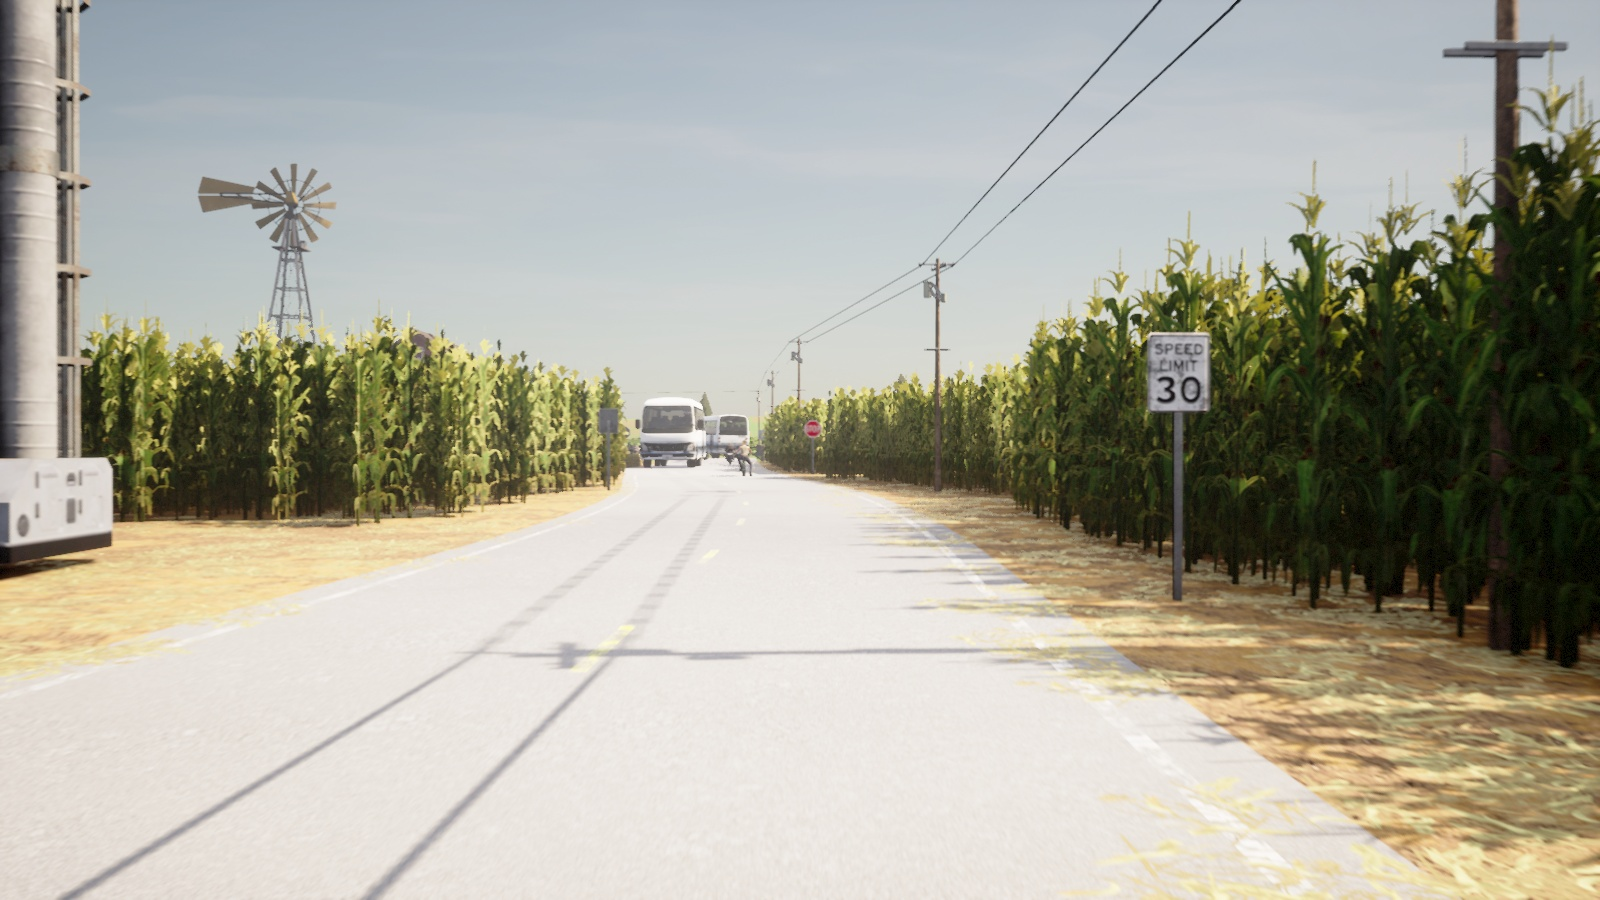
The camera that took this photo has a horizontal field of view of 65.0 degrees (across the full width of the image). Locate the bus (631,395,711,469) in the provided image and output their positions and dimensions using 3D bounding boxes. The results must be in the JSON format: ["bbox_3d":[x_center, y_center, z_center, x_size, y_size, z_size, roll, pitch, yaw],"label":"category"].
[{"bbox_3d":[-7.802,-1.075,77.603,3.944,4.253,10.273,-1,0,-1],"label":"bus"}]
